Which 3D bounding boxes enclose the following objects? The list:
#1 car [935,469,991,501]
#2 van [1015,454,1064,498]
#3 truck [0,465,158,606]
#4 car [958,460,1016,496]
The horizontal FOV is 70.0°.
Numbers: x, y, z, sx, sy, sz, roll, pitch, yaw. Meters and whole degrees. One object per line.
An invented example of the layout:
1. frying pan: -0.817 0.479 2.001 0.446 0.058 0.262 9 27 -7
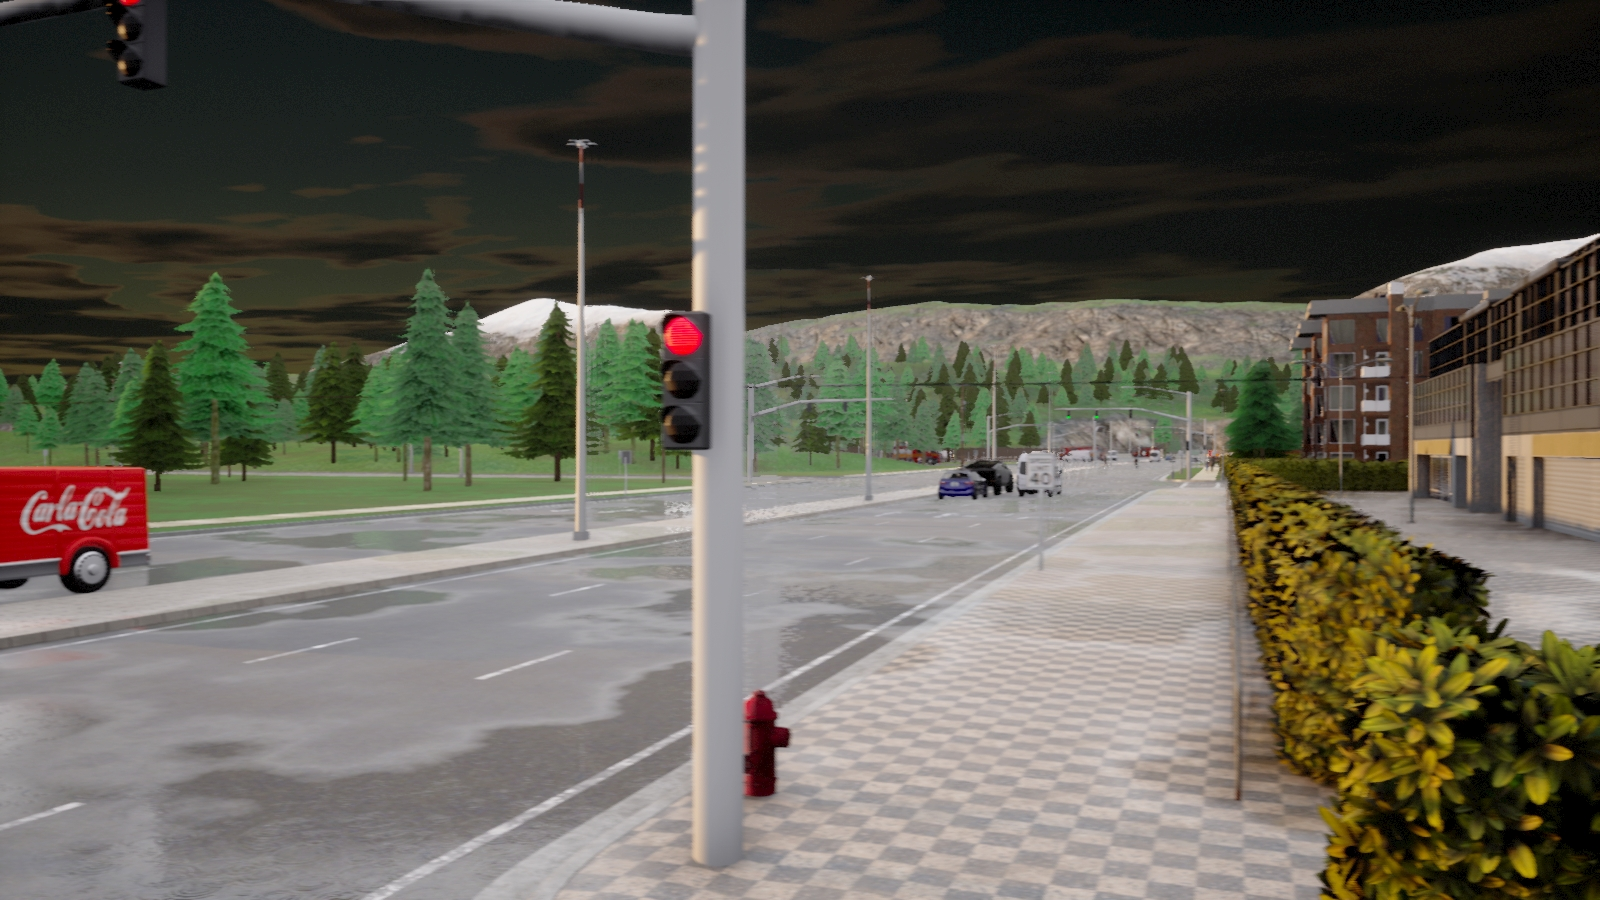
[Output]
1. car: 9.286 1.935 64.844 2.242 1.667 4.611 0 0 20
2. van: 14.454 1.502 68.727 1.988 2.561 5.915 0 0 20
3. truck: -15.288 1.547 21.426 2.627 2.467 5.204 0 0 20
4. car: 11.744 1.719 71.459 2.390 2.098 6.274 0 0 20
